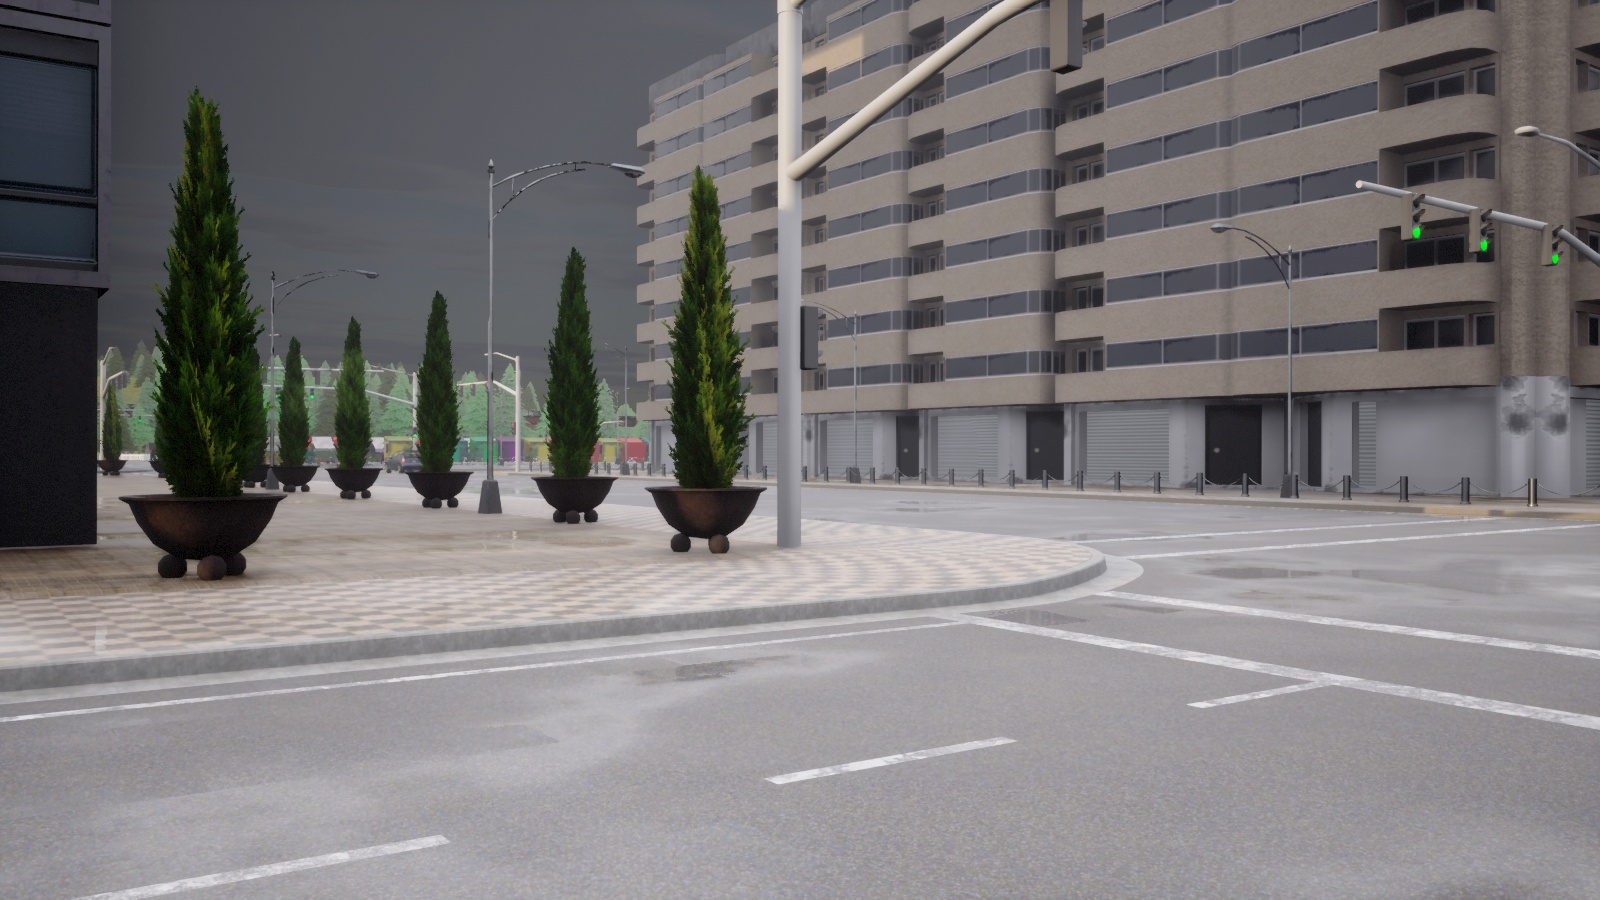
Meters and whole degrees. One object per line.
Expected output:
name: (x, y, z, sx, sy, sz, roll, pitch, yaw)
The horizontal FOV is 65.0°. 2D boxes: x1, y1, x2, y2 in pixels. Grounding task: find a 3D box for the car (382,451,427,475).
car: (-27.381, 0.886, 86.871, 1.851, 1.617, 3.988, 0, 0, -36)
